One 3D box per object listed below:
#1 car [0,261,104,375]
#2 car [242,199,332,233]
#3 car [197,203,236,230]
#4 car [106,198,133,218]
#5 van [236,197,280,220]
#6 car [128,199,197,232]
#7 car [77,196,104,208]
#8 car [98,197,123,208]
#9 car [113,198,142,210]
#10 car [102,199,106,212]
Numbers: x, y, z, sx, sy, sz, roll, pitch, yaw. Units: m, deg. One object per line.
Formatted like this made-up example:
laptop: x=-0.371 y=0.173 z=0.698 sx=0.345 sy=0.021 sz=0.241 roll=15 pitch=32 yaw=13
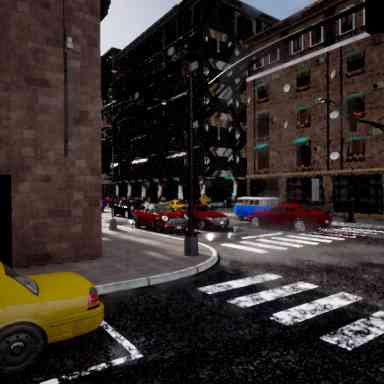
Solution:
car: x=-3.574 y=1.525 z=4.015 sx=4.829 sy=1.417 sz=1.752 roll=0 pitch=0 yaw=-36
car: x=5.634 y=1.443 z=19.658 sx=1.882 sy=1.535 sz=5.008 roll=-1 pitch=1 yaw=-40
car: x=0.416 y=1.508 z=21.261 sx=1.812 sy=1.442 sz=4.674 roll=-1 pitch=0 yaw=-34
car: x=-5.630 y=1.473 z=29.566 sx=1.837 sy=1.490 sz=4.892 roll=-1 pitch=0 yaw=-36
van: x=4.904 y=1.280 z=24.931 sx=1.690 sy=1.788 sz=3.998 roll=0 pitch=0 yaw=-36
car: x=-1.883 y=1.441 z=20.016 sx=1.967 sy=1.590 sz=4.097 roll=0 pitch=0 yaw=-36
car: x=-14.390 y=1.429 z=46.955 sx=2.128 sy=1.511 sz=4.902 roll=-1 pitch=0 yaw=-35
car: x=-11.748 y=1.463 z=47.822 sx=1.887 sy=1.381 sz=4.507 roll=-1 pitch=0 yaw=-36
car: x=-8.417 y=1.463 z=43.244 sx=1.887 sy=1.381 sz=4.507 roll=-1 pitch=0 yaw=-36
car: x=-11.903 y=1.182 z=38.205 sx=2.150 sy=2.045 sz=5.566 roll=-1 pitch=0 yaw=-36
